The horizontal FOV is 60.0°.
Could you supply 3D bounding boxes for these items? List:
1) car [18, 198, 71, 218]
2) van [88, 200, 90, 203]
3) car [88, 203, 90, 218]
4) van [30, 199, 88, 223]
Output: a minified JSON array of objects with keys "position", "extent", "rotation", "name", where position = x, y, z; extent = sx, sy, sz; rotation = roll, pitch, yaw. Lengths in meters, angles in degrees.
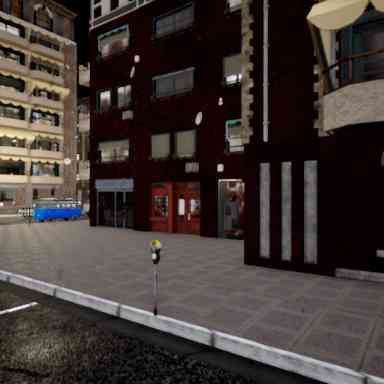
[{"position":[-14.651,1.622,34.065],"extent":[2.150,2.045,5.566],"rotation":[0,-1,35],"name":"car"},{"position":[-11.940,1.899,42.394],"extent":[1.690,1.788,3.998],"rotation":[-1,-2,35],"name":"van"},{"position":[-8.306,2.032,33.083],"extent":[1.947,1.339,4.313],"rotation":[-1,-2,35],"name":"car"},{"position":[-11.375,1.700,28.473],"extent":[1.690,1.788,3.998],"rotation":[-1,-2,35],"name":"van"}]
